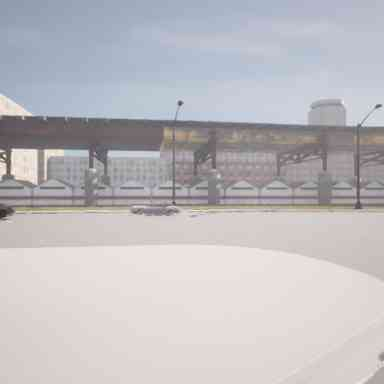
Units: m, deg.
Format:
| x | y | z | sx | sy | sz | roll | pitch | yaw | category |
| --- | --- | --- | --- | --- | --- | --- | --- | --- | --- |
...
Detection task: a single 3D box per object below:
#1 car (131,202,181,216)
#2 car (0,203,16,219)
| x | y | z | sx | sy | sz | roll | pitch | yaw | category |
| --- | --- | --- | --- | --- | --- | --- | --- | --- | --- |
| -3.514 | 1.629 | 32.000 | 4.718 | 1.301 | 1.895 | 0 | 0 | -9 | car |
| -16.680 | 1.512 | 26.361 | 4.892 | 1.490 | 1.837 | 0 | 0 | -9 | car |
